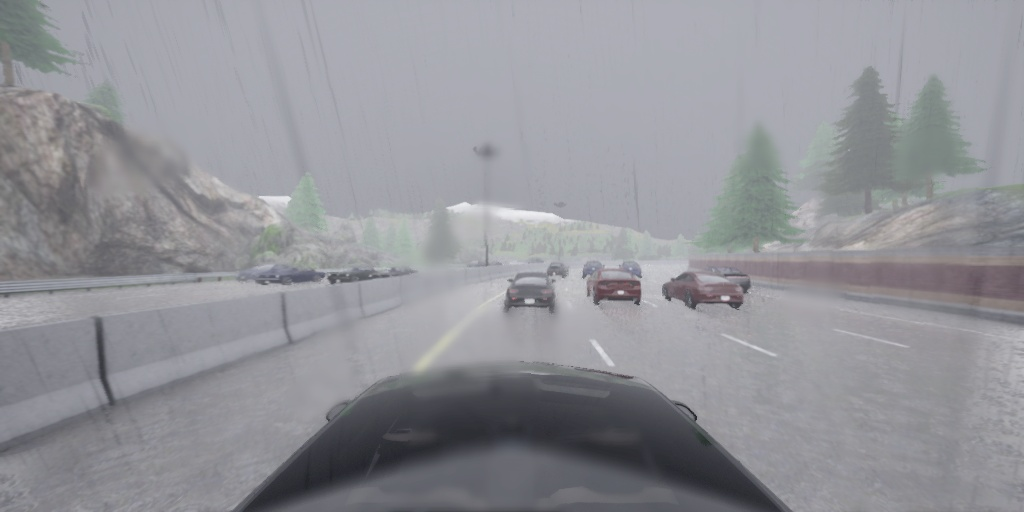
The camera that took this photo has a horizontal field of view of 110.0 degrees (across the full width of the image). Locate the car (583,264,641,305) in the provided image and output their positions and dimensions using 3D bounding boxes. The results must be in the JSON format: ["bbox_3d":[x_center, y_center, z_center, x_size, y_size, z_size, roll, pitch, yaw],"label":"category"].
[{"bbox_3d":[4.589,1.308,16.693,1.882,1.535,5.008,0,0,6],"label":"car"}]

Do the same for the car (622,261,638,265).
[{"bbox_3d":[12.184,1.298,37.210,2.097,1.767,4.553,0,0,15],"label":"car"}]

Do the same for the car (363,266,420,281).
[{"bbox_3d":[-8.439,1.430,26.013,1.895,1.301,4.718,0,0,10],"label":"car"}]

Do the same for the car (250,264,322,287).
[{"bbox_3d":[-15.601,1.404,25.523,1.895,1.301,4.718,0,0,9],"label":"car"}]

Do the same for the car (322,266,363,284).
[{"bbox_3d":[-11.784,1.424,27.187,1.895,1.301,4.718,0,0,10],"label":"car"}]

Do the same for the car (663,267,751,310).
[{"bbox_3d":[7.927,1.361,15.209,1.812,1.442,4.674,0,0,6],"label":"car"}]

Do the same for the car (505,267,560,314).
[{"bbox_3d":[0.789,1.333,14.093,1.812,1.442,4.674,0,0,5],"label":"car"}]

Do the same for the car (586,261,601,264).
[{"bbox_3d":[8.372,1.282,36.542,2.097,1.767,4.553,0,0,14],"label":"car"}]

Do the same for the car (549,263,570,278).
[{"bbox_3d":[4.657,1.421,36.154,1.837,1.490,4.892,0,0,14],"label":"car"}]

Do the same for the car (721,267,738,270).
[{"bbox_3d":[12.293,1.369,21.455,2.128,1.511,4.902,0,0,8],"label":"car"}]

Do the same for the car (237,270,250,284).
[{"bbox_3d":[-18.731,1.329,27.854,1.812,1.442,4.674,0,0,10],"label":"car"}]
